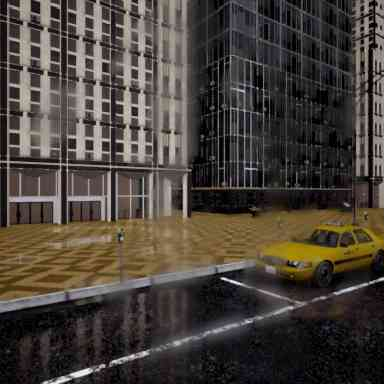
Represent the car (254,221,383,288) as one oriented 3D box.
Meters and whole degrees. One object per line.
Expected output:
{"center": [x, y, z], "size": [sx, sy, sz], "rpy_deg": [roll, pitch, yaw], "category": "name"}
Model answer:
{"center": [3.830, 1.526, 9.271], "size": [4.829, 1.417, 1.752], "rpy_deg": [0, 0, -35], "category": "car"}
